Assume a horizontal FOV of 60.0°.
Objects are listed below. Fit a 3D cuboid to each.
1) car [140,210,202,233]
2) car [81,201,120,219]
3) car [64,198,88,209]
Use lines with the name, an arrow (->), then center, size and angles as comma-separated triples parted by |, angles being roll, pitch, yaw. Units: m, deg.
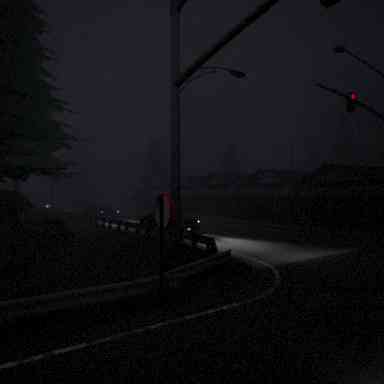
car -> -1.427, 1.792, 20.670 | 1.895, 1.301, 4.718 | 0, 0, -35
car -> -8.311, 1.792, 30.521 | 1.895, 1.301, 4.718 | 0, 0, -35
car -> -16.645, 1.671, 48.254 | 2.128, 1.511, 4.902 | 0, 0, 10
